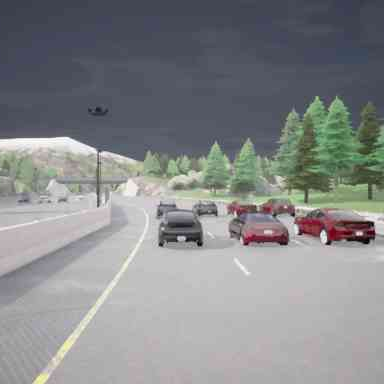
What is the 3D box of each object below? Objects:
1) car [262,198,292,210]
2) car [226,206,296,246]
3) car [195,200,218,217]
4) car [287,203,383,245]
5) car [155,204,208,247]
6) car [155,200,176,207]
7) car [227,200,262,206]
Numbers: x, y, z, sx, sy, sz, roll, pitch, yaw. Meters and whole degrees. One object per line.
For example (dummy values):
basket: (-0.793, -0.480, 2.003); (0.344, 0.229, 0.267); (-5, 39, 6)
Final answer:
car: (8.067, 1.364, 31.873); (2.097, 1.767, 4.553); (0, 0, -9)
car: (2.910, 1.570, 15.295); (1.994, 1.385, 4.181); (0, 0, -4)
car: (1.142, 1.493, 30.851); (2.128, 1.511, 4.902); (0, 0, -9)
car: (6.400, 1.482, 15.559); (1.882, 1.535, 5.008); (0, 0, -4)
car: (-0.580, 1.514, 15.031); (1.837, 1.490, 4.892); (0, 0, -4)
car: (-2.318, 1.493, 30.325); (2.128, 1.511, 4.902); (0, 0, -9)
car: (4.603, 1.482, 31.377); (1.882, 1.535, 5.008); (0, 0, -9)
